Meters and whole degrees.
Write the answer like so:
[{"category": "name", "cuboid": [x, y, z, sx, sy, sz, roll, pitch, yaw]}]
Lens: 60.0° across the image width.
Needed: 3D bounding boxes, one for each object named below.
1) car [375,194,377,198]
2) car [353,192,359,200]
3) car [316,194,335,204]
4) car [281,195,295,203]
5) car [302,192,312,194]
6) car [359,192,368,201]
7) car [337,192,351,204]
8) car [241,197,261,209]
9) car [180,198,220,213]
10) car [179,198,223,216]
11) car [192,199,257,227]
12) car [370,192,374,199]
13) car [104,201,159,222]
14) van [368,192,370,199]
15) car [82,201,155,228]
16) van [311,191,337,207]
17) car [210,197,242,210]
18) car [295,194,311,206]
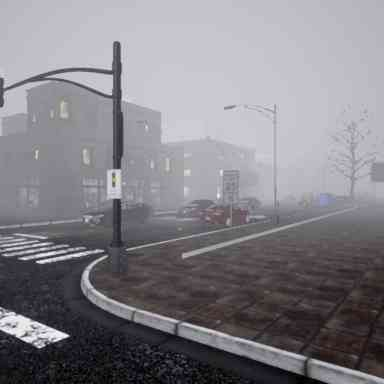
[{"category": "car", "cuboid": [45.468, 0.799, 84.113, 1.967, 1.590, 4.097, 0, 1, 35]}, {"category": "car", "cuboid": [26.638, 1.115, 56.823, 1.887, 1.381, 4.507, 0, 1, 35]}, {"category": "car", "cuboid": [22.180, 1.079, 54.948, 1.882, 1.535, 5.008, 0, 0, 34]}, {"category": "car", "cuboid": [16.602, 1.201, 57.033, 1.802, 1.307, 4.206, 0, 1, 35]}, {"category": "car", "cuboid": [22.878, 0.862, 66.129, 2.192, 1.841, 5.009, 0, 1, 35]}, {"category": "car", "cuboid": [32.915, 0.939, 65.919, 1.967, 1.590, 4.097, 0, 1, 35]}, {"category": "car", "cuboid": [23.500, 1.173, 52.274, 1.947, 1.339, 4.313, 0, 1, 35]}, {"category": "car", "cuboid": [6.296, 1.287, 37.534, 1.812, 1.442, 4.674, 0, 0, 35]}, {"category": "car", "cuboid": [0.911, 1.355, 34.291, 2.008, 1.369, 4.403, 0, 1, 35]}, {"category": "car", "cuboid": [0.733, 1.353, 29.477, 1.812, 1.442, 4.674, 0, 0, 35]}, {"category": "car", "cuboid": [2.208, 1.403, 21.413, 1.887, 1.381, 4.507, 0, 1, 35]}, {"category": "car", "cuboid": [39.191, 0.973, 75.017, 1.887, 1.381, 4.507, 0, 1, 35]}, {"category": "car", "cuboid": [-4.691, 1.452, 26.173, 1.802, 1.307, 4.206, 0, 1, 35]}, {"category": "van", "cuboid": [36.053, 0.805, 70.467, 1.690, 1.788, 3.998, 0, 1, 35]}, {"category": "car", "cuboid": [-4.769, 1.384, 21.508, 2.128, 1.511, 4.902, 0, 0, 35]}, {"category": "van", "cuboid": [17.224, 1.021, 43.176, 1.690, 1.788, 3.998, 0, 1, 35]}, {"category": "car", "cuboid": [4.049, 1.333, 38.840, 1.947, 1.339, 4.313, 0, 1, 35]}, {"category": "car", "cuboid": [16.357, 1.270, 46.494, 1.895, 1.301, 4.718, 0, 0, 35]}]
